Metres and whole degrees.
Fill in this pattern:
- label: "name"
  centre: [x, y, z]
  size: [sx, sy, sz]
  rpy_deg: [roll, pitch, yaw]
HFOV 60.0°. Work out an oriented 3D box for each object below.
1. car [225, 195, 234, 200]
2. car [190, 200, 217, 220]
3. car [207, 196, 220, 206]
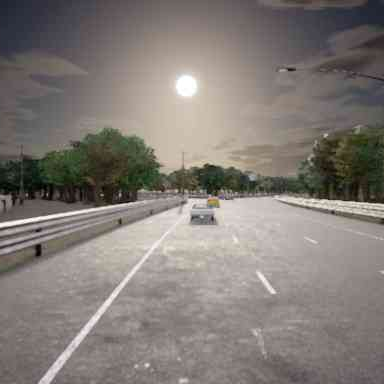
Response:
- label: "car"
  centre: [10.362, 1.508, 91.524]
  size: [1.994, 1.385, 4.181]
  rpy_deg: [0, 0, 13]
- label: "car"
  centre: [0.939, 1.589, 27.815]
  size: [1.895, 1.301, 4.718]
  rpy_deg: [0, 0, 4]
- label: "car"
  centre: [3.490, 1.452, 53.386]
  size: [1.882, 1.535, 5.008]
  rpy_deg: [0, 0, 8]
